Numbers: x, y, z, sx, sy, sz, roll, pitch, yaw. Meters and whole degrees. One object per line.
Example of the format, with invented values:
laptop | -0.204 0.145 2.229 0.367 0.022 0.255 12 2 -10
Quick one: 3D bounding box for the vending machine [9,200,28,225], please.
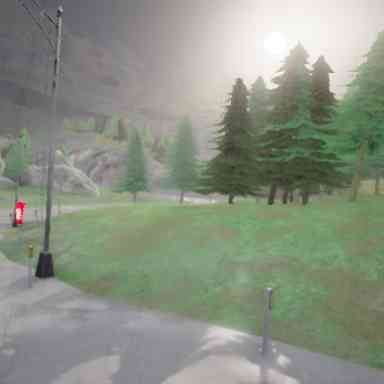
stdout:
vending machine | -15.924 1.910 30.573 1.100 2.100 0.880 8 2 -16
